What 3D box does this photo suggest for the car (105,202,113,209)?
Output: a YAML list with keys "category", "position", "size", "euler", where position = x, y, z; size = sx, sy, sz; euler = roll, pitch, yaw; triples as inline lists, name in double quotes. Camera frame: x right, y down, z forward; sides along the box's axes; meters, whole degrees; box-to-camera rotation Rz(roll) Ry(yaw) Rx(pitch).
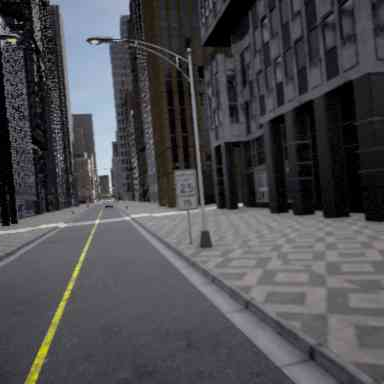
- category: "car"
  position: [-20.828, 3.406, 83.378]
  size: [1.895, 1.301, 4.718]
  euler: [-5, 0, -14]
